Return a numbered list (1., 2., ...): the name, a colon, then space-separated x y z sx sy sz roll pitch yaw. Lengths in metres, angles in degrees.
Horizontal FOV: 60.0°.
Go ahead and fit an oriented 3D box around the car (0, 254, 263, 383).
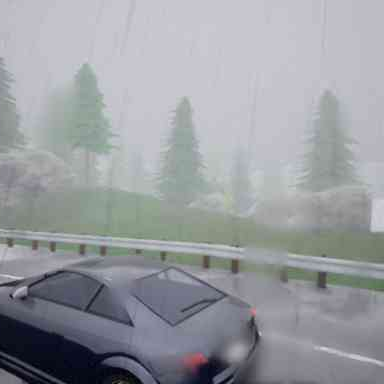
1. car: -1.222 1.562 4.422 4.181 1.385 1.994 0 0 34
